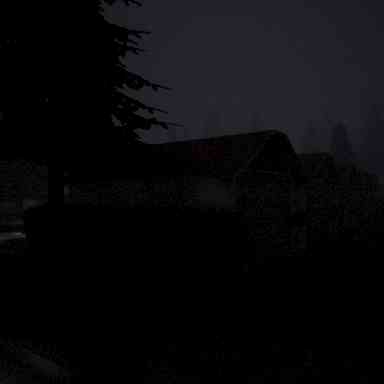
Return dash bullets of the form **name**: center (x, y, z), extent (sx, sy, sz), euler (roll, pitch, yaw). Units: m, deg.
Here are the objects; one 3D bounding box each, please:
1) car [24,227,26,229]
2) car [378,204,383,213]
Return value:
- **car**: center (-9.437, 1.864, 23.760), extent (2.097, 1.767, 4.553), euler (-1, -1, 36)
- **car**: center (22.601, 2.036, 41.491), extent (4.902, 1.511, 2.128), euler (-1, -1, 29)
